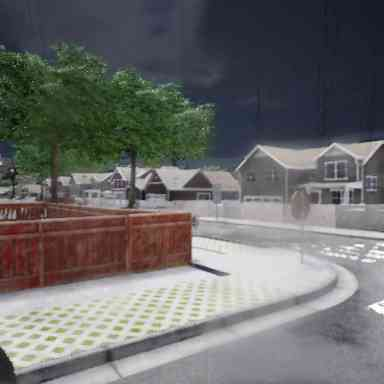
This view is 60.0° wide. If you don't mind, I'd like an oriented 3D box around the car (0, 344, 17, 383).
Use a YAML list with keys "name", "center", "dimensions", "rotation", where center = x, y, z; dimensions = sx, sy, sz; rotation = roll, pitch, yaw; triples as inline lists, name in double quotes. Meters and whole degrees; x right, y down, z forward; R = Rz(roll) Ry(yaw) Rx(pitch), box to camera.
- name: "car"
  center: [-3.045, 1.480, 0.774]
  dimensions: [4.902, 1.511, 2.128]
  rotation: [0, 0, -36]

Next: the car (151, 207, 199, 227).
- name: "car"
  center: [-1.726, 1.738, 23.339]
  dimensions: [2.033, 1.411, 5.357]
  rotation: [1, -1, -36]

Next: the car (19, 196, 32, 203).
- name: "car"
  center: [-42.416, 2.278, 85.225]
  dimensions: [1.895, 1.301, 4.718]
  rotation: [1, -1, -36]

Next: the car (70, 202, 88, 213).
- name: "car"
  center: [-13.663, 1.885, 40.106]
  dimensions: [1.994, 1.385, 4.181]
  rotation: [1, -1, -35]
